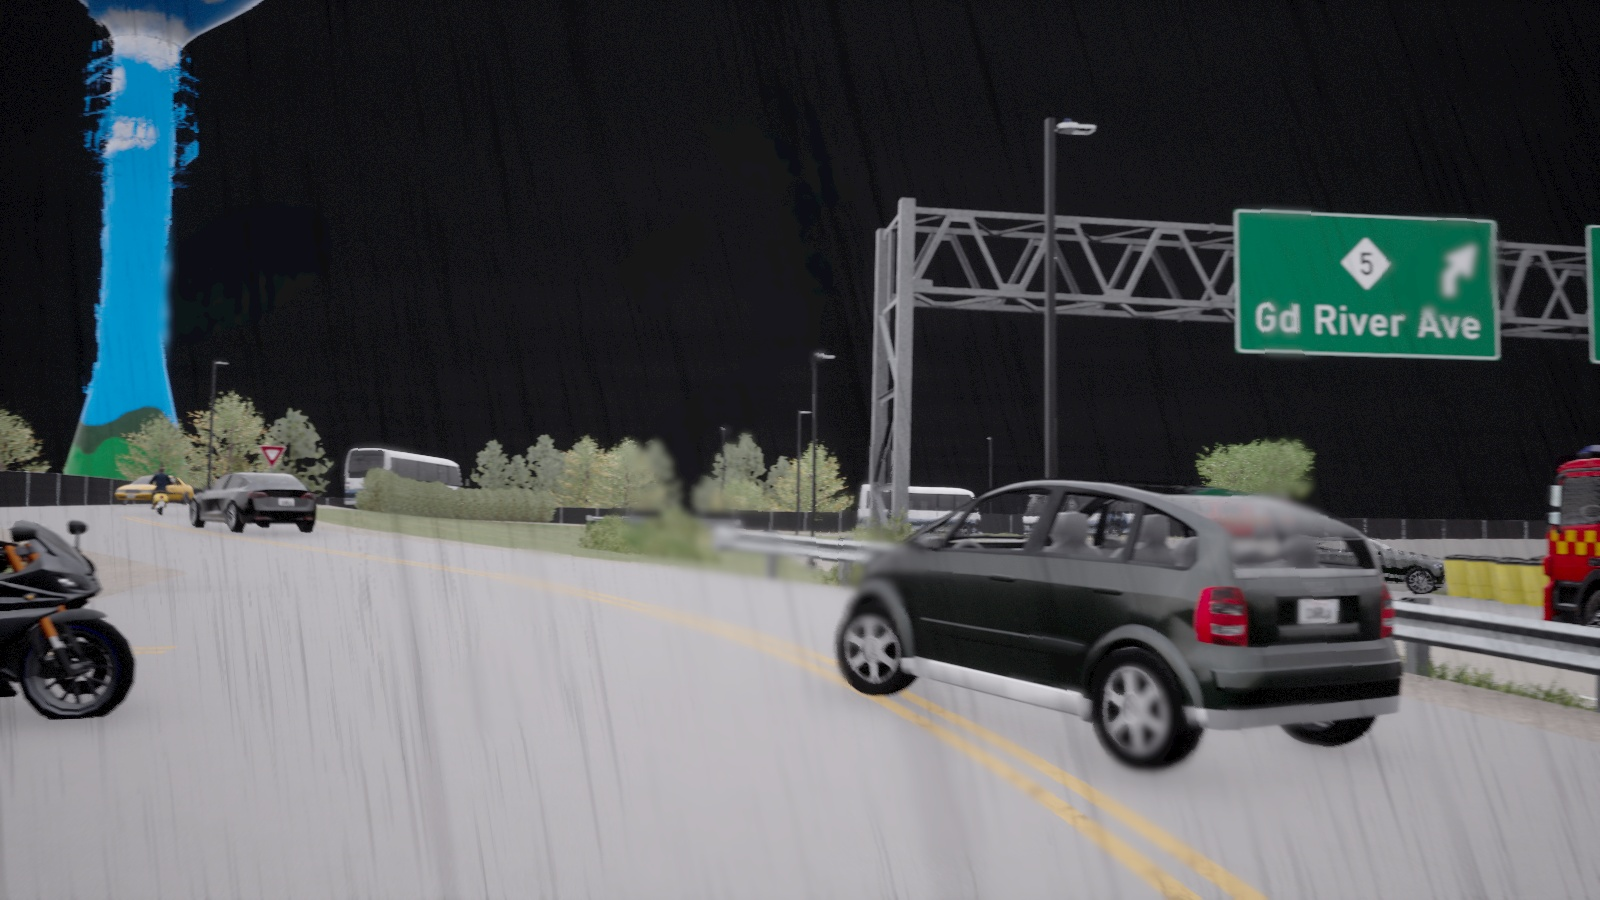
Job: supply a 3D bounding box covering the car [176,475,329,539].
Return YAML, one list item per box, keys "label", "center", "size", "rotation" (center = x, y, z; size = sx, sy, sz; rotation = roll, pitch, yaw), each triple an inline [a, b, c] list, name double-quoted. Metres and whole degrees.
- label: "car"
  center: [-14.136, 1.420, 32.270]
  size: [2.163, 1.488, 4.792]
  rotation: [3, -3, -42]

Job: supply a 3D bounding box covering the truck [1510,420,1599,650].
- label: "truck"
  center: [15.025, 1.339, 19.026]
  size: [2.891, 3.827, 8.468]
  rotation: [1, -3, -7]

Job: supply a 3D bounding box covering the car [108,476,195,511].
- label: "car"
  center: [-30.484, 2.048, 59.223]
  size: [1.801, 1.575, 5.366]
  rotation: [1, -2, -6]

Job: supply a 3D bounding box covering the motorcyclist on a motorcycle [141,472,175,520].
- label: "motorcyclist on a motorcycle"
  center: [-21.727, 1.558, 42.471]
  size: [0.866, 1.590, 1.817]
  rotation: [2, -2, -30]

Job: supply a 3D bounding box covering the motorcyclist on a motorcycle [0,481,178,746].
- label: "motorcyclist on a motorcycle"
  center: [-5.143, 0.969, 7.726]
  size: [2.191, 1.530, 0.866]
  rotation: [0, -1, -7]

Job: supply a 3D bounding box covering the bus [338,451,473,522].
- label: "bus"
  center: [-27.107, 2.687, 87.088]
  size: [3.944, 4.253, 10.273]
  rotation: [-1, -5, 14]

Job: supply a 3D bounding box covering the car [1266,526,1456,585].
- label: "car"
  center: [17.382, 3.231, 39.006]
  size: [5.027, 1.651, 2.152]
  rotation: [-2, -2, 35]

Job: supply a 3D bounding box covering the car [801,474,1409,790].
- label: "car"
  center: [1.748, 0.963, 8.292]
  size: [1.789, 1.549, 3.705]
  rotation: [2, -2, -31]
